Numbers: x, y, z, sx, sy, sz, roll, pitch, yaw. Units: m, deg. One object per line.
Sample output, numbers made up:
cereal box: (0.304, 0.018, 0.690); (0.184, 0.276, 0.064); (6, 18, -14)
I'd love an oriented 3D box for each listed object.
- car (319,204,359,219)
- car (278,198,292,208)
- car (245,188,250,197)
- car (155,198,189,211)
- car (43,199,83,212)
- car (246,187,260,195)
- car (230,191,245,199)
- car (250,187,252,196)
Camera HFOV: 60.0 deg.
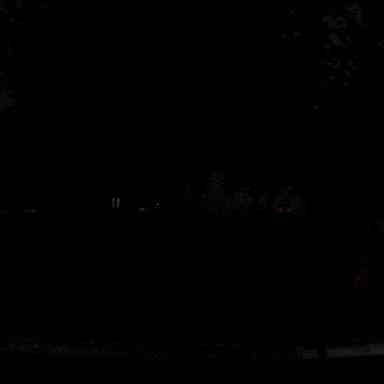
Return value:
car: (14.605, 1.937, 34.114); (1.812, 1.442, 4.674); (1, -1, -34)
car: (15.214, 1.706, 54.556); (1.812, 1.442, 4.674); (1, 2, 14)
car: (11.950, 0.475, 79.638); (1.946, 1.575, 5.366); (1, 3, 24)
car: (-2.616, 1.609, 44.208); (4.553, 1.767, 2.097); (0, 0, -3)
car: (-15.163, 1.591, 39.926); (4.892, 1.490, 1.837); (1, 0, -21)
car: (16.501, -0.319, 89.991); (2.435, 2.045, 5.566); (1, 3, 24)
car: (9.724, 0.744, 74.591); (1.946, 1.575, 5.366); (1, 3, 24)
car: (14.168, 0.209, 84.691); (1.946, 1.575, 5.366); (1, 3, 24)
